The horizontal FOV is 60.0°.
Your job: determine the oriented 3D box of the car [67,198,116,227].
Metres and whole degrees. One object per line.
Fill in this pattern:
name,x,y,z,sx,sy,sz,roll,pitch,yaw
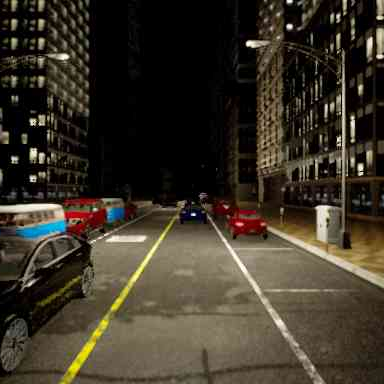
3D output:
car,-5.685,1.310,16.905,2.192,1.841,5.009,0,0,0

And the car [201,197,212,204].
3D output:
car,2.712,1.539,62.247,1.802,1.307,4.206,0,0,0

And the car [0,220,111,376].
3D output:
car,-3.098,1.491,5.617,2.128,1.511,4.902,0,0,0

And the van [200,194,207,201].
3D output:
van,2.719,1.271,79.255,1.690,1.788,3.998,0,0,0

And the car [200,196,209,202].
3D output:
car,2.717,1.523,73.587,1.802,1.307,4.206,0,0,0

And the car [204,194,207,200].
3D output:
car,2.710,1.507,56.580,1.887,1.381,4.507,0,0,0

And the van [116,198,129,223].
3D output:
van,-5.683,1.332,22.574,1.690,1.788,3.998,0,0,0

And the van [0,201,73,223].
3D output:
van,-5.687,1.339,11.238,1.690,1.788,3.998,0,0,0

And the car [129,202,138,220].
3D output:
car,-5.681,1.532,28.242,1.887,1.381,4.507,0,0,0

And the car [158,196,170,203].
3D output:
car,-5.666,1.516,67.921,1.947,1.339,4.313,0,0,0

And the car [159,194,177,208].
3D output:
car,-3.068,1.448,46.982,1.882,1.535,5.008,0,0,0

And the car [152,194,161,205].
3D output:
car,-5.670,1.528,56.583,1.947,1.339,4.313,0,0,0

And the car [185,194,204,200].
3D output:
car,0.116,1.328,42.092,2.097,1.767,4.553,0,0,0

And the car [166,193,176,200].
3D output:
car,-5.658,1.225,90.594,2.192,1.841,5.009,0,0,0

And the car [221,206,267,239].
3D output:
car,2.696,1.577,16.902,1.802,1.307,4.206,0,0,0

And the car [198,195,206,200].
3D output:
car,2.722,1.454,90.591,1.887,1.381,4.507,0,0,0

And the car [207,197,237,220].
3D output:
car,2.700,1.302,28.238,2.192,1.841,5.009,0,0,0

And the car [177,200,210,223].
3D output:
car,0.110,1.553,25.368,1.994,1.385,4.181,0,0,0
